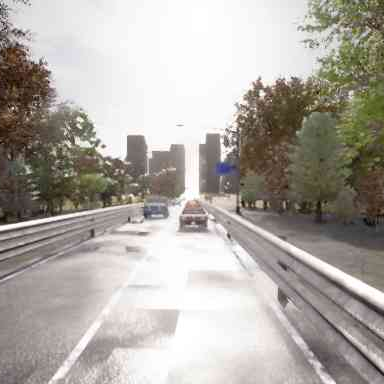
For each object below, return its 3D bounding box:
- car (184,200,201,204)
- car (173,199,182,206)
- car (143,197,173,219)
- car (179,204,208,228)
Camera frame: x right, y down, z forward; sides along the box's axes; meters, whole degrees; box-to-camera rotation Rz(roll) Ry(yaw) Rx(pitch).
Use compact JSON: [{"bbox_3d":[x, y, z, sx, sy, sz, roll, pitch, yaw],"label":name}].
[{"bbox_3d":[0.104,1.749,42.163,2.097,1.767,4.553,0,-1,0],"label":"car"},{"bbox_3d":[-3.256,2.317,72.880,2.128,1.511,4.902,0,-1,0],"label":"car"},{"bbox_3d":[-3.342,1.467,32.350,2.150,2.045,5.566,0,-1,0],"label":"car"},{"bbox_3d":[0.098,1.735,23.431,1.895,1.301,4.718,0,-1,0],"label":"car"}]
